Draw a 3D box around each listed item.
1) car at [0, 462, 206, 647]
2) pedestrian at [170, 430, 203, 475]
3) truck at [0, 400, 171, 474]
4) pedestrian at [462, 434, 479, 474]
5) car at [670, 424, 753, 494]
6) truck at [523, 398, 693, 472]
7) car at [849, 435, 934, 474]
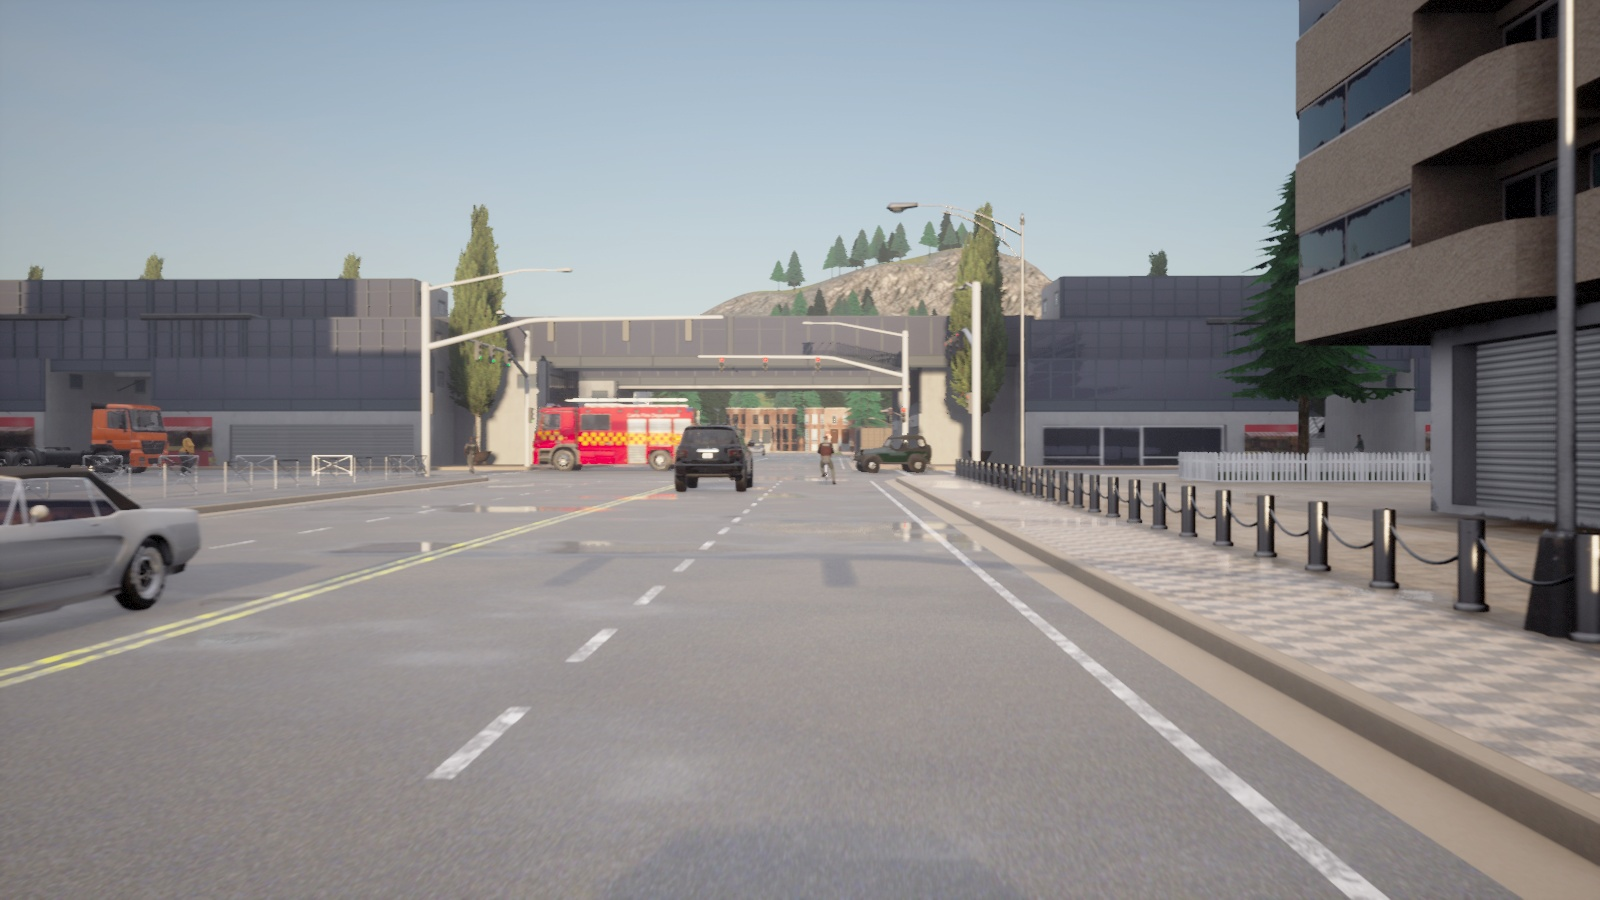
[{"bbox_3d":[-6.781,0.785,9.891,1.895,1.301,4.718,0,0,1],"label":"car"},{"bbox_3d":[-25.517,0.087,52.249,0.900,1.855,0.874,0,0,4],"label":"pedestrian"},{"bbox_3d":[-34.772,-0.607,60.093,7.936,3.462,2.891,0,0,3],"label":"truck"},{"bbox_3d":[-15.642,0.174,59.590,0.563,1.883,0.849,0,0,-31],"label":"pedestrian"},{"bbox_3d":[-2.703,0.239,39.654,2.150,2.045,5.566,0,0,1],"label":"car"},{"bbox_3d":[-10.032,-0.801,66.244,8.468,3.827,2.891,0,0,1],"label":"truck"},{"bbox_3d":[4.497,0.197,62.063,3.866,1.878,1.905,0,0,-10],"label":"car"}]
